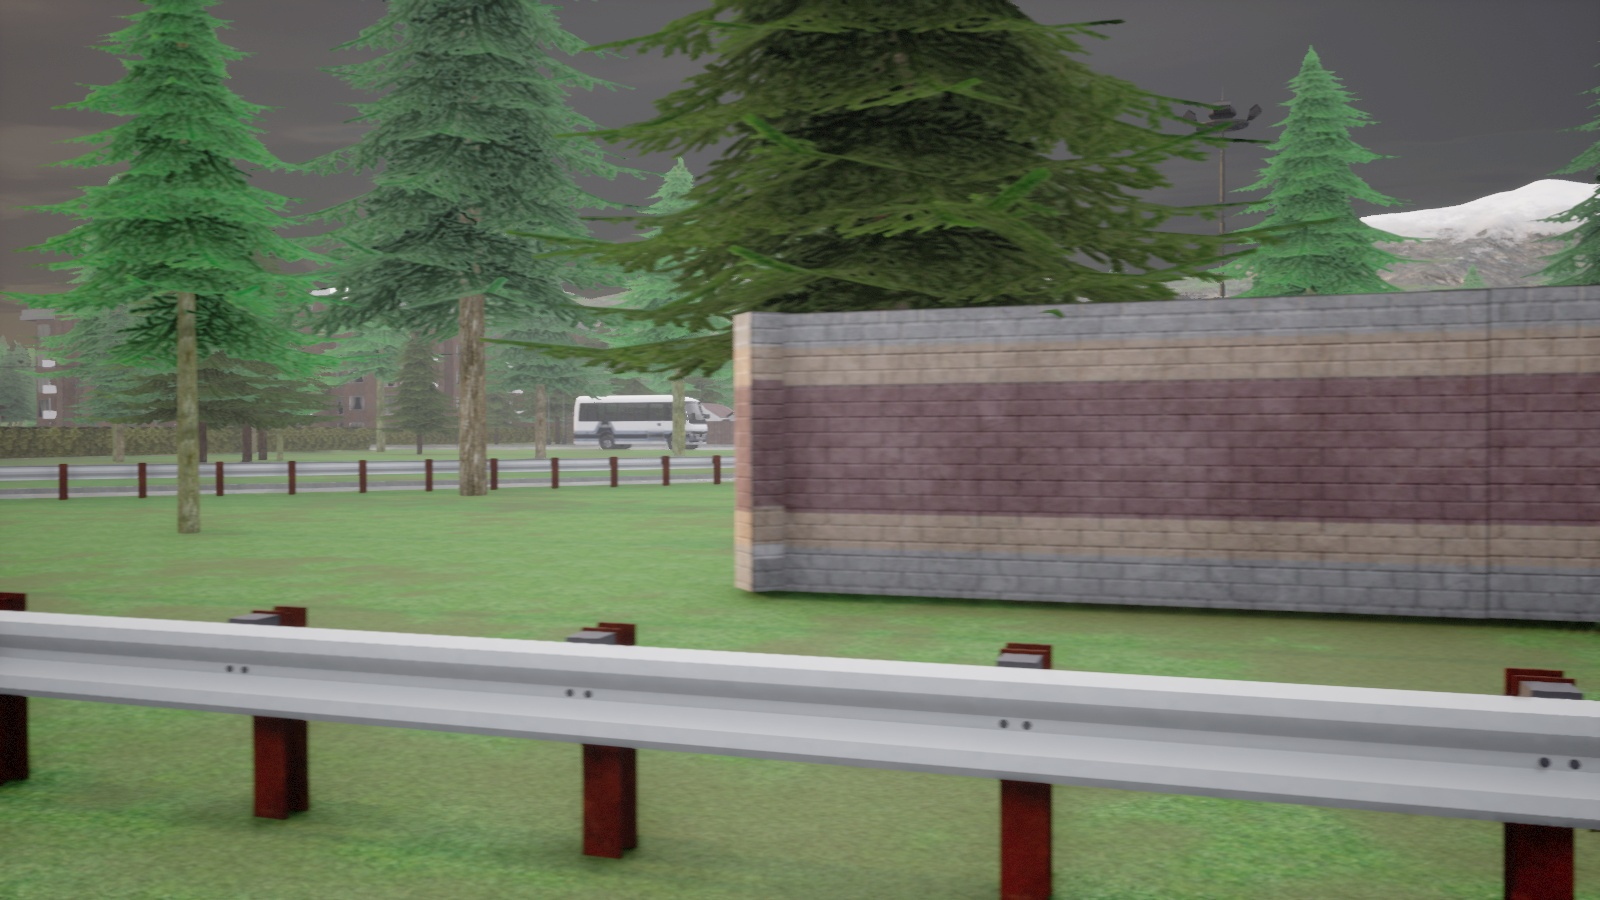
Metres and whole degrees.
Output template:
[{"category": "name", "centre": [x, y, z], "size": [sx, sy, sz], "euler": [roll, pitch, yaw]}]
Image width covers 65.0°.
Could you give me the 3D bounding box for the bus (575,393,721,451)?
[{"category": "bus", "centre": [-11.510, -2.119, 95.291], "size": [10.273, 4.253, 3.944], "euler": [1, 1, 19]}]
